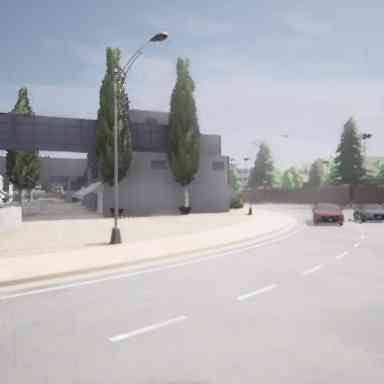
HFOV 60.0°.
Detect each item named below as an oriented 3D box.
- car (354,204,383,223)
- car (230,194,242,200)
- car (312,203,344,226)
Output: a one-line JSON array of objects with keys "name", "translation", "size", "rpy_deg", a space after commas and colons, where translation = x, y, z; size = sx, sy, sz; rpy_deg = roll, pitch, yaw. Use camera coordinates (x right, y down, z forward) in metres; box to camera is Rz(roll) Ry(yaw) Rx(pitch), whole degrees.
[{"name": "car", "translation": [13.965, 1.645, 25.833], "size": [1.994, 1.385, 4.181], "rpy_deg": [0, 0, 15]}, {"name": "car", "translation": [7.947, 1.411, 67.034], "size": [2.150, 2.045, 5.566], "rpy_deg": [0, 0, -21]}, {"name": "car", "translation": [9.924, 1.574, 24.411], "size": [1.882, 1.535, 5.008], "rpy_deg": [0, 0, 18]}]
